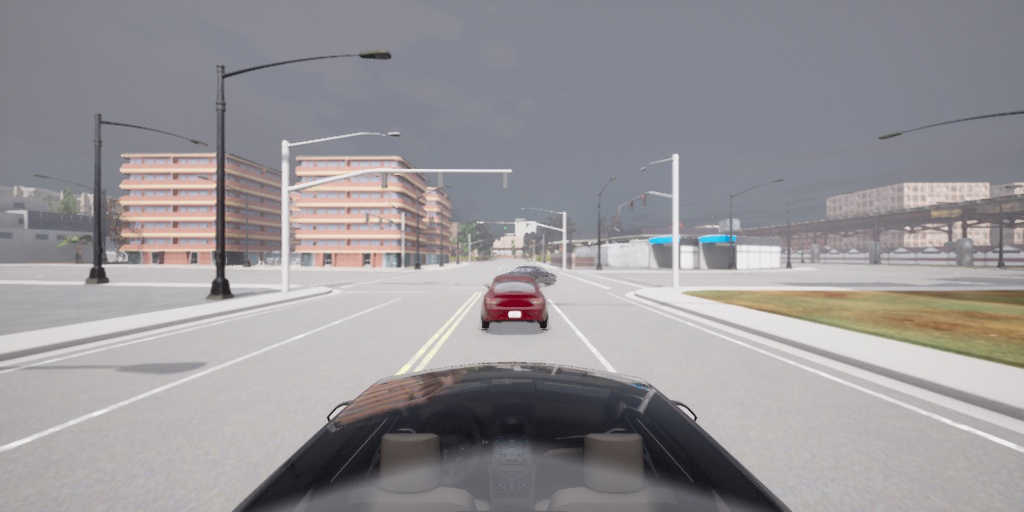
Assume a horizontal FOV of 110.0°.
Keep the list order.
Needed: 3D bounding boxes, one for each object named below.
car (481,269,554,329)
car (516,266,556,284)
[{"bbox_3d":[0.068,1.291,11.230,1.812,1.442,4.674,0,0,0],"label":"car"},{"bbox_3d":[1.271,1.332,23.225,2.033,1.411,5.357,0,0,25],"label":"car"}]
